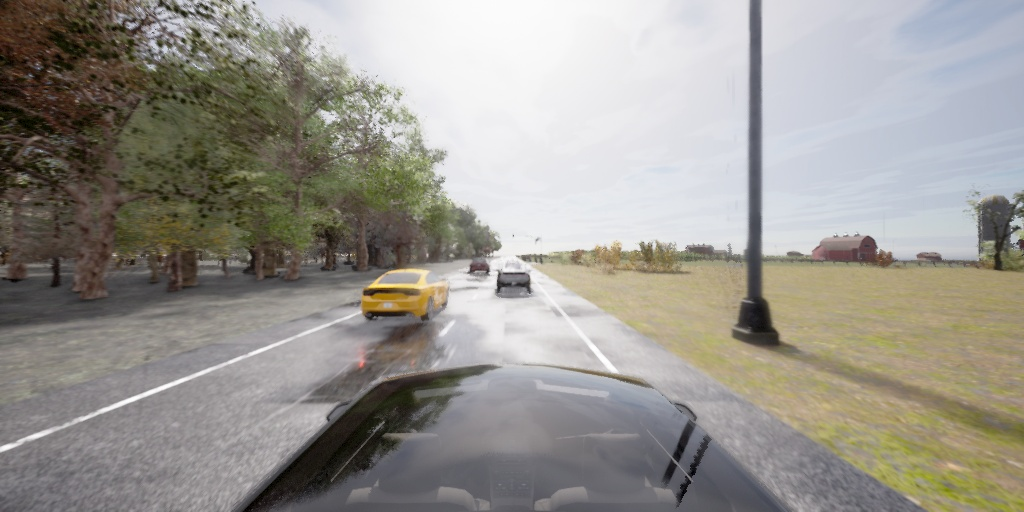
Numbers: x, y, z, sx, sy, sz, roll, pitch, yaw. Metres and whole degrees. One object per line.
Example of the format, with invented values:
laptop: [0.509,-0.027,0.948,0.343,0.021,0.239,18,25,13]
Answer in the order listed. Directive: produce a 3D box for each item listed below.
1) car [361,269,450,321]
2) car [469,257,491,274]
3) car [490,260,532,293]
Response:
car: [-3.400,1.184,12.301,1.882,1.535,5.008,0,0,0]
car: [-3.403,0.945,39.043,2.097,1.767,4.553,0,0,0]
car: [0.099,1.165,20.233,2.128,1.511,4.902,0,0,0]
